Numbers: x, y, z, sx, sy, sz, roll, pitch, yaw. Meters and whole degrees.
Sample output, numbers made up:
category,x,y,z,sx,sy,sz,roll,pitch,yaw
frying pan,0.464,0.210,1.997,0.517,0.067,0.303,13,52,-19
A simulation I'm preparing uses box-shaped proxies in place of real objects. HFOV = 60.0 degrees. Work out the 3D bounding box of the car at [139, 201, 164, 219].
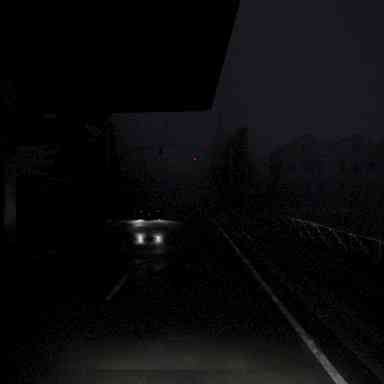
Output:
category,x,y,z,sx,sy,sz,roll,pitch,yaw
car,-3.502,1.552,29.539,1.812,1.442,4.674,0,0,0
